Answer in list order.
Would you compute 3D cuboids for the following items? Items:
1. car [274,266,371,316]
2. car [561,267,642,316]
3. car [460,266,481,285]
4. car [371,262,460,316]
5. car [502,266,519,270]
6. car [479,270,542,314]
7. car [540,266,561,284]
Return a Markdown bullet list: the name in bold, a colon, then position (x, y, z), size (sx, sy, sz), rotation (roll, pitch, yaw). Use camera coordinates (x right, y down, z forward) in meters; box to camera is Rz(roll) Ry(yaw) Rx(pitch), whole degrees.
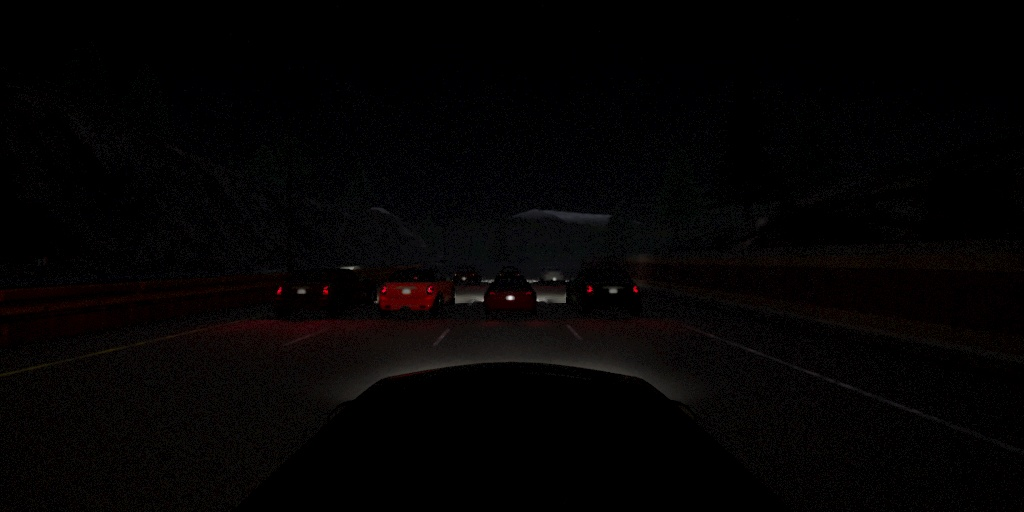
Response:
- **car**: position (-7.059, 1.237, 14.152), size (2.097, 1.767, 4.553), rotation (0, -1, 0)
- **car**: position (3.440, 1.235, 14.295), size (2.097, 1.767, 4.553), rotation (0, -1, 0)
- **car**: position (-3.662, 1.579, 29.946), size (1.812, 1.442, 4.674), rotation (0, 0, 1)
- **car**: position (-3.559, 1.236, 14.212), size (2.097, 1.767, 4.553), rotation (0, -1, 0)
- **car**: position (-0.162, 1.579, 30.048), size (1.812, 1.442, 4.674), rotation (0, 0, 1)
- **car**: position (-0.060, 1.452, 14.519), size (1.994, 1.385, 4.181), rotation (0, 0, 0)
- **car**: position (3.339, 1.578, 30.057), size (1.812, 1.442, 4.674), rotation (0, 0, 1)
